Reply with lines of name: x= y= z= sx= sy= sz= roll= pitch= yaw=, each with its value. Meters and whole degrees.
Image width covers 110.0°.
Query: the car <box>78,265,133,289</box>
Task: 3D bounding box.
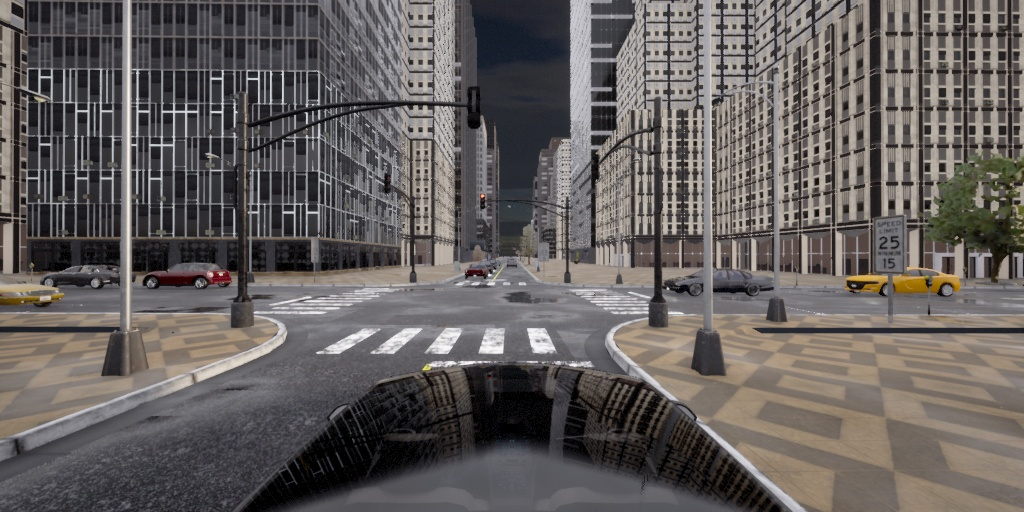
car: x=-24.918 y=1.189 z=21.137 sx=4.403 sy=1.370 sz=2.007 roll=0 pitch=0 yaw=-1

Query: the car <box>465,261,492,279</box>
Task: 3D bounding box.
car: x=-3.139 y=1.350 z=32.363 sx=1.895 sy=1.301 sz=4.718 roll=0 pitch=0 yaw=-1

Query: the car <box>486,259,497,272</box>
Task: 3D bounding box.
car: x=-3.165 y=1.295 z=42.133 sx=2.033 sy=1.411 sz=5.357 roll=0 pitch=0 yaw=0

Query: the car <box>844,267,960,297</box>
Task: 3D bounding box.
car: x=20.837 y=1.336 z=19.272 sx=5.008 sy=1.535 sz=1.882 roll=0 pitch=0 yaw=-1

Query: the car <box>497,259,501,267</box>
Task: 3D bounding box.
car: x=-3.175 y=1.293 z=52.552 sx=2.033 sy=1.411 sz=5.357 roll=0 pitch=0 yaw=0

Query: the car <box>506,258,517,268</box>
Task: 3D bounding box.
car: x=-0.003 y=1.291 z=63.342 sx=2.033 sy=1.411 sz=5.357 roll=0 pitch=0 yaw=0

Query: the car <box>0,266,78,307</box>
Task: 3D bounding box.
car: x=-18.916 y=1.165 z=12.634 sx=4.829 sy=1.417 sz=1.751 roll=0 pitch=0 yaw=-1

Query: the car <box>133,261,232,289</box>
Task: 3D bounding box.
car: x=-19.242 y=1.112 z=21.269 sx=4.097 sy=1.591 sz=1.967 roll=0 pitch=0 yaw=-1

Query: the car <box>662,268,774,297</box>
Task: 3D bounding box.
car: x=10.942 y=1.362 z=19.089 sx=5.357 sy=1.411 sz=2.033 roll=0 pitch=0 yaw=-1
